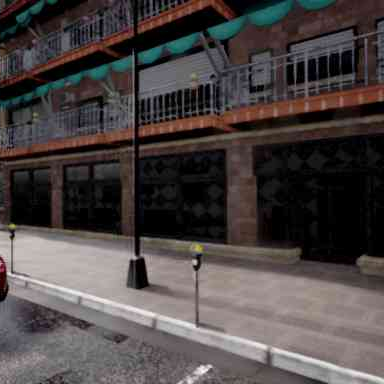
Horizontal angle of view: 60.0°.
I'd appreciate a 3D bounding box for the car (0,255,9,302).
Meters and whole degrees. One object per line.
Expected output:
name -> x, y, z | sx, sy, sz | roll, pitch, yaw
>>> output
car -> -5.618, 1.434, 6.894 | 4.097, 1.590, 1.967 | 0, -1, 36
